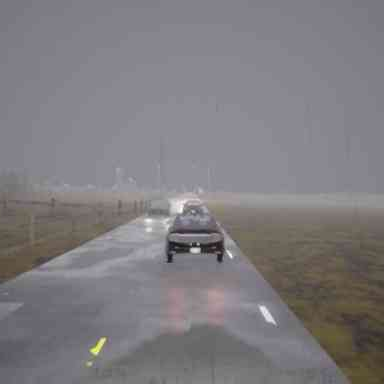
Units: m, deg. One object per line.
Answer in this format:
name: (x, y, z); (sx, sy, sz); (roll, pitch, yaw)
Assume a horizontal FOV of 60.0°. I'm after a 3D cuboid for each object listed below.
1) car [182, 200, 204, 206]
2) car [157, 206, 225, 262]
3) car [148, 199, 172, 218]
car: (0.090, 1.478, 30.172); (1.812, 1.442, 4.674); (0, 0, 0)
car: (0.095, 1.490, 12.149); (2.128, 1.511, 4.902); (0, 0, 0)
car: (-2.847, 1.429, 30.314); (1.882, 1.535, 5.008); (0, 0, 0)
